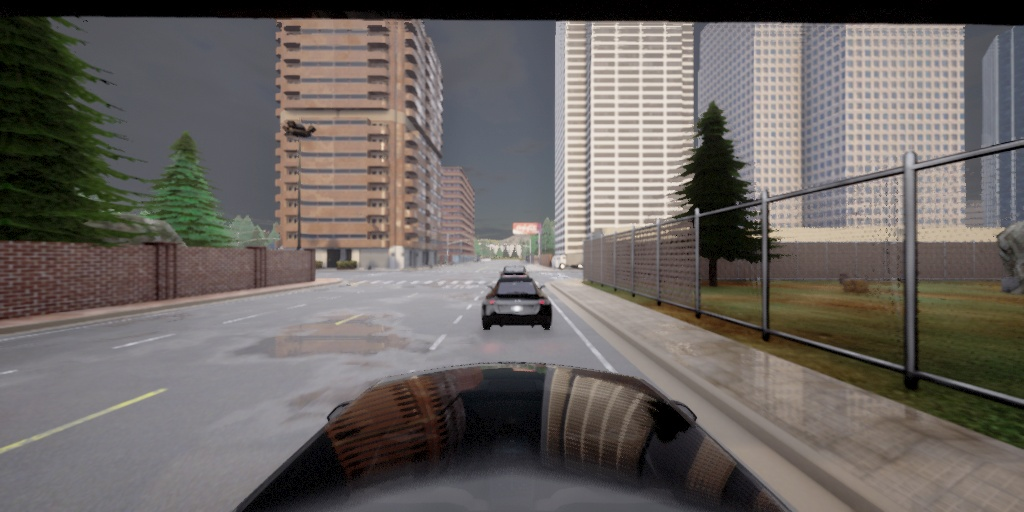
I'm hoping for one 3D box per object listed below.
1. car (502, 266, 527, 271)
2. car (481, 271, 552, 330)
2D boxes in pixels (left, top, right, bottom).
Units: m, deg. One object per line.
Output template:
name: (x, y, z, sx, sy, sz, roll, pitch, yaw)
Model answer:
car: (0.175, 1.323, 22.035, 2.128, 1.511, 4.902, 0, 0, 1)
car: (0.132, 1.352, 11.340, 1.994, 1.385, 4.181, 0, 0, 0)
